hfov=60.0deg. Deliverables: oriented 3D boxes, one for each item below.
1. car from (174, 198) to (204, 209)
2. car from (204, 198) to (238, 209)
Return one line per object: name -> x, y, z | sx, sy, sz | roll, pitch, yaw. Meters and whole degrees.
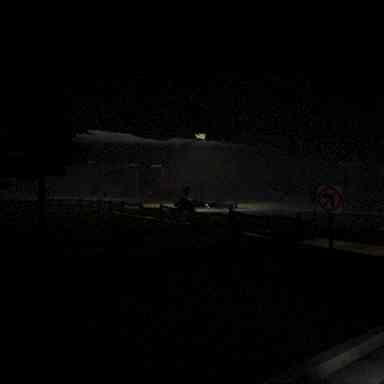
car -> -0.354, 1.548, 44.895 | 2.033, 1.411, 5.357 | 0, 0, -35
car -> 4.132, 1.525, 44.550 | 1.812, 1.442, 4.674 | 0, 0, -35
